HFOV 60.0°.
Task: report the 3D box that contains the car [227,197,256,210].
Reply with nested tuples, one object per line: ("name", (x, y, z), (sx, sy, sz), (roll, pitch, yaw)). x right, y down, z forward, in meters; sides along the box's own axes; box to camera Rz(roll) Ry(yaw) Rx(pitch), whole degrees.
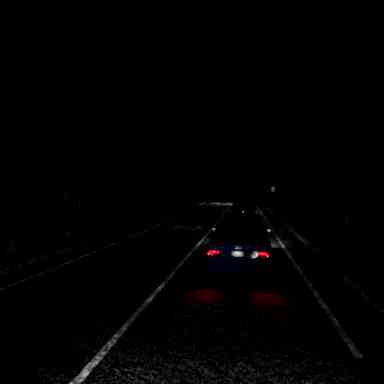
("car", (4.503, 1.339, 28.987), (2.128, 1.511, 4.902), (0, 1, 9))

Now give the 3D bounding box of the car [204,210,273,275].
("car", (1.522, 1.537, 10.532), (2.033, 1.411, 5.357), (0, 0, 10))

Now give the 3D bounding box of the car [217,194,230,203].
("car", (5.465, 1.037, 56.426), (1.882, 1.535, 5.008), (0, 1, 12))
